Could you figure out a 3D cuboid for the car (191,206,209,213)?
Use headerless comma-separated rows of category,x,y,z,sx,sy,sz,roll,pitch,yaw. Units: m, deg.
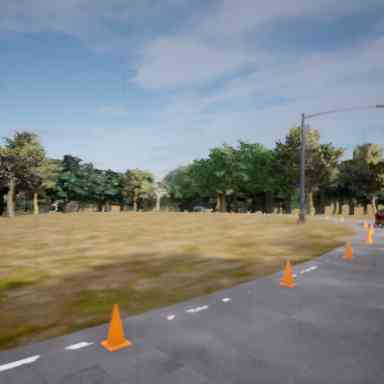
car,1.887,4.042,76.030,2.128,1.511,4.902,3,-4,-41

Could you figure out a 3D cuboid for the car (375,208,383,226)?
car,15.048,1.886,24.741,1.882,1.535,5.008,1,-1,18

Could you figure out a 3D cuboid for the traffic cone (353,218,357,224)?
traffic cone,13.921,2.435,28.407,0.340,0.580,0.340,1,-2,15

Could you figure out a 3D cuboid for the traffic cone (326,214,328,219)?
traffic cone,15.348,2.819,37.716,0.340,0.580,0.340,1,-3,3

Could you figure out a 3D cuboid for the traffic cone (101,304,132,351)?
traffic cone,-1.128,1.971,4.954,0.340,0.580,0.340,0,0,-39

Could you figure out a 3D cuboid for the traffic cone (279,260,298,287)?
traffic cone,2.360,1.966,8.135,0.340,0.580,0.340,0,0,45

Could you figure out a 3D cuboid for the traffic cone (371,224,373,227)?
traffic cone,10.590,2.156,19.594,0.340,0.580,0.340,1,-1,27

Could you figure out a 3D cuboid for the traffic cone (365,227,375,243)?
traffic cone,8.252,2.060,15.495,0.340,0.580,0.340,0,-1,33

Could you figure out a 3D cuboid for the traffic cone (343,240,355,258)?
traffic cone,5.499,1.996,11.661,0.340,0.580,0.340,0,0,39
